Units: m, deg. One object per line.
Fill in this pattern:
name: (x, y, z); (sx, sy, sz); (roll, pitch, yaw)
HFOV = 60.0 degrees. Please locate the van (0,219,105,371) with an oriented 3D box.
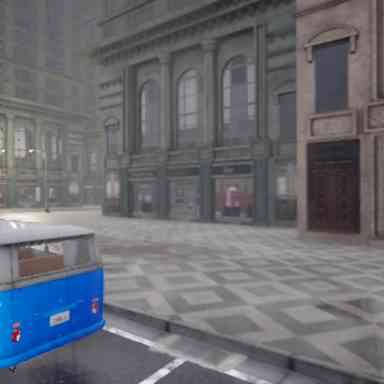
van: (-3.159, 1.336, 5.220); (3.998, 1.788, 1.690); (0, 0, 35)
